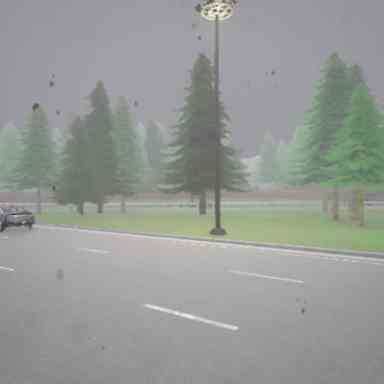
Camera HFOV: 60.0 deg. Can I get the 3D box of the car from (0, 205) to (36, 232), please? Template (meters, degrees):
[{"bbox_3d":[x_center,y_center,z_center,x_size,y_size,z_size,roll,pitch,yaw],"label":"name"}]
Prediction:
[{"bbox_3d":[-11.831,1.599,20.973,4.902,1.511,2.128,0,0,36],"label":"car"}]
